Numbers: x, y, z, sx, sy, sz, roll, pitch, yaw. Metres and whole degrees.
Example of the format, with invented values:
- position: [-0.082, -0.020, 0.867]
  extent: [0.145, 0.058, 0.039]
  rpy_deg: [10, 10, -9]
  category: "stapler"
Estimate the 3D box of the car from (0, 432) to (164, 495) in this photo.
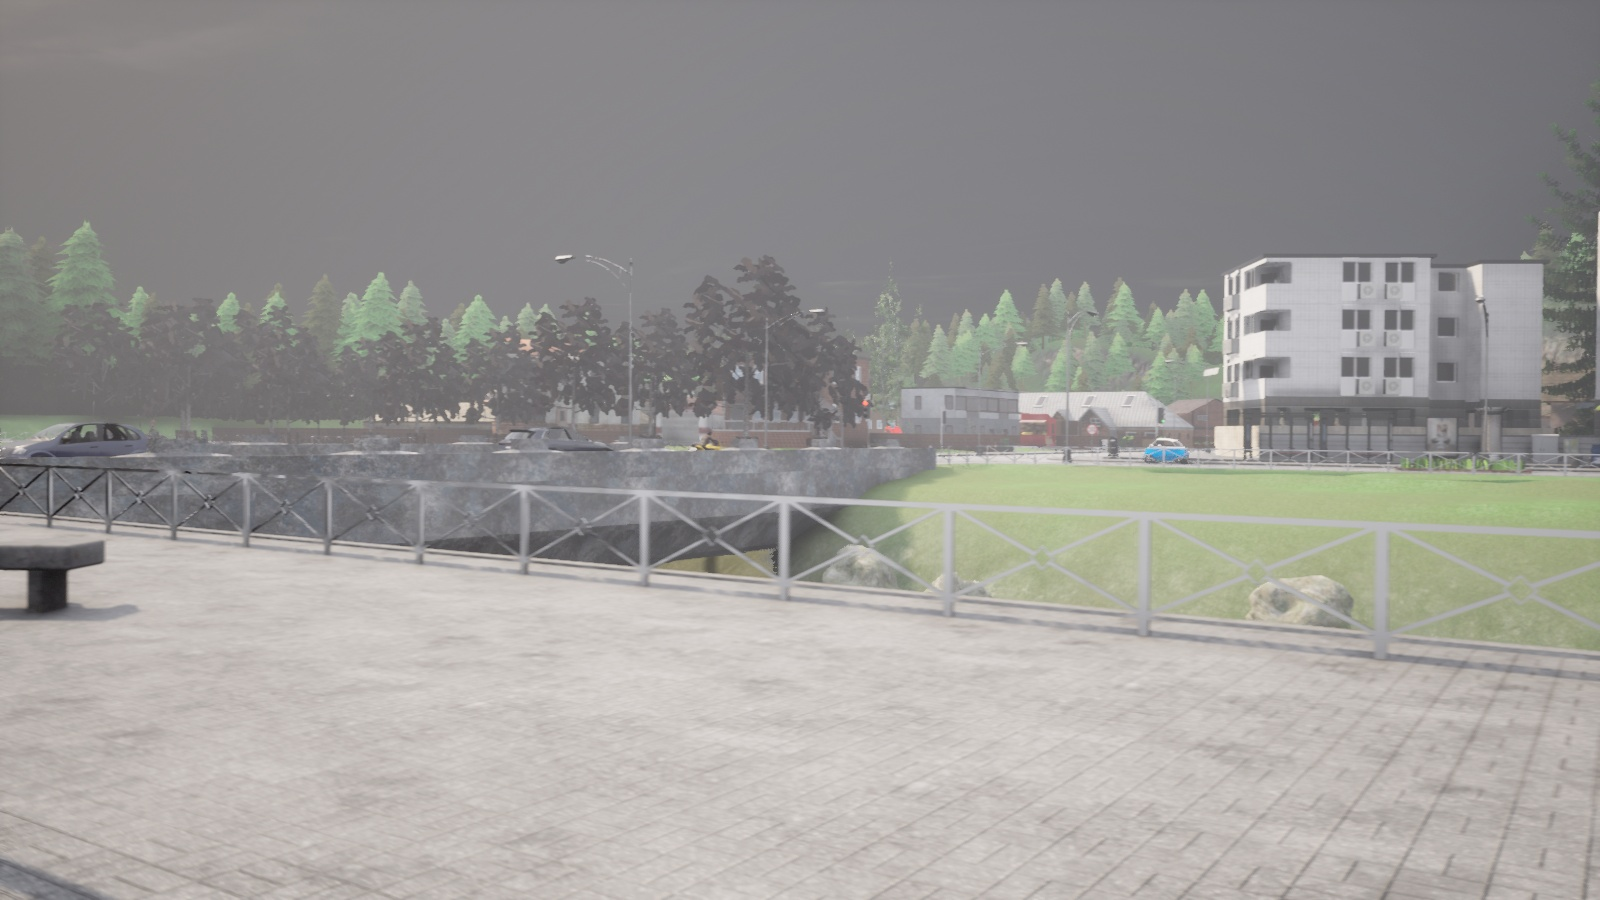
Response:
- position: [-20.052, 0.337, 34.744]
  extent: [1.851, 1.617, 3.988]
  rpy_deg: [0, 1, 34]
  category: "car"

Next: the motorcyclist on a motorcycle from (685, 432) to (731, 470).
- position: [-3.804, 0.039, 51.985]
  extent: [0.797, 1.523, 2.044]
  rpy_deg: [0, 1, 34]
  category: "motorcyclist on a motorcycle"

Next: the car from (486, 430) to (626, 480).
- position: [-8.614, 0.129, 44.741]
  extent: [2.033, 1.649, 4.856]
  rpy_deg: [0, 1, 34]
  category: "car"

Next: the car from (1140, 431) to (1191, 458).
- position: [19.088, -0.282, 65.637]
  extent: [2.207, 1.376, 1.481]
  rpy_deg: [0, 1, 34]
  category: "car"
